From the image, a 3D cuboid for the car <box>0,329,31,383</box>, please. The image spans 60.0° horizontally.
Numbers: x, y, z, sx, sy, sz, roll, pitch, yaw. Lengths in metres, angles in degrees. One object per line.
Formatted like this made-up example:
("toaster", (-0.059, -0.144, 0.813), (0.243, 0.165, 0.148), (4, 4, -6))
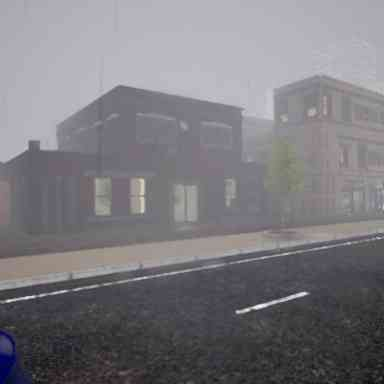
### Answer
("car", (-3.220, 1.530, 1.380), (4.674, 1.442, 1.812), (0, 0, -35))
